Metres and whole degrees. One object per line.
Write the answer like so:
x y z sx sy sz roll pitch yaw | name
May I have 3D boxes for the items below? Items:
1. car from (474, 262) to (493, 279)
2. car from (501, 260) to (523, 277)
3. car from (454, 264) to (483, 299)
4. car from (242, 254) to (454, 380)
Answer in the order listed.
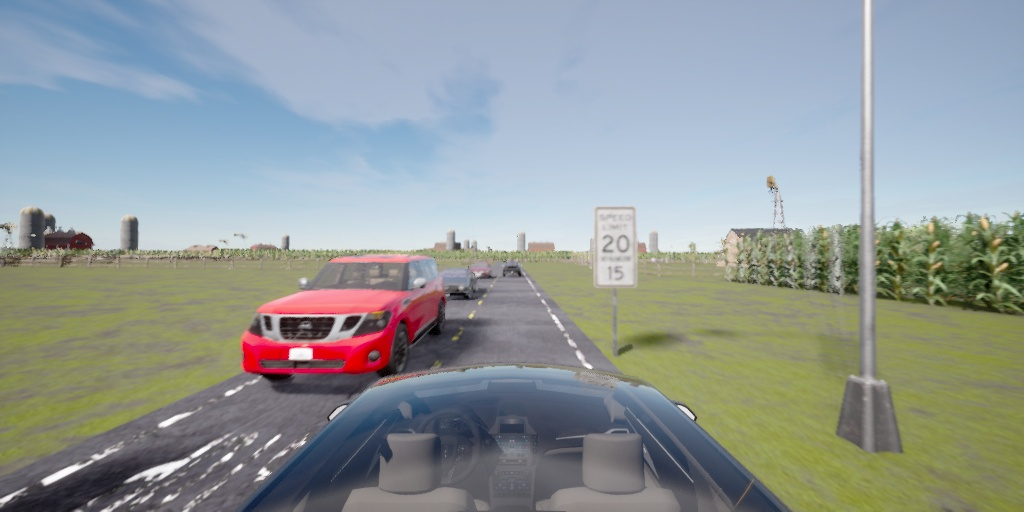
-2.818 1.292 32.764 1.812 1.442 4.674 0 0 0 | car
0.007 1.272 35.990 1.837 1.490 4.892 0 0 0 | car
-2.843 1.310 18.313 2.033 1.411 5.357 0 0 0 | car
-2.844 0.977 7.610 2.150 2.045 5.566 0 0 0 | car
